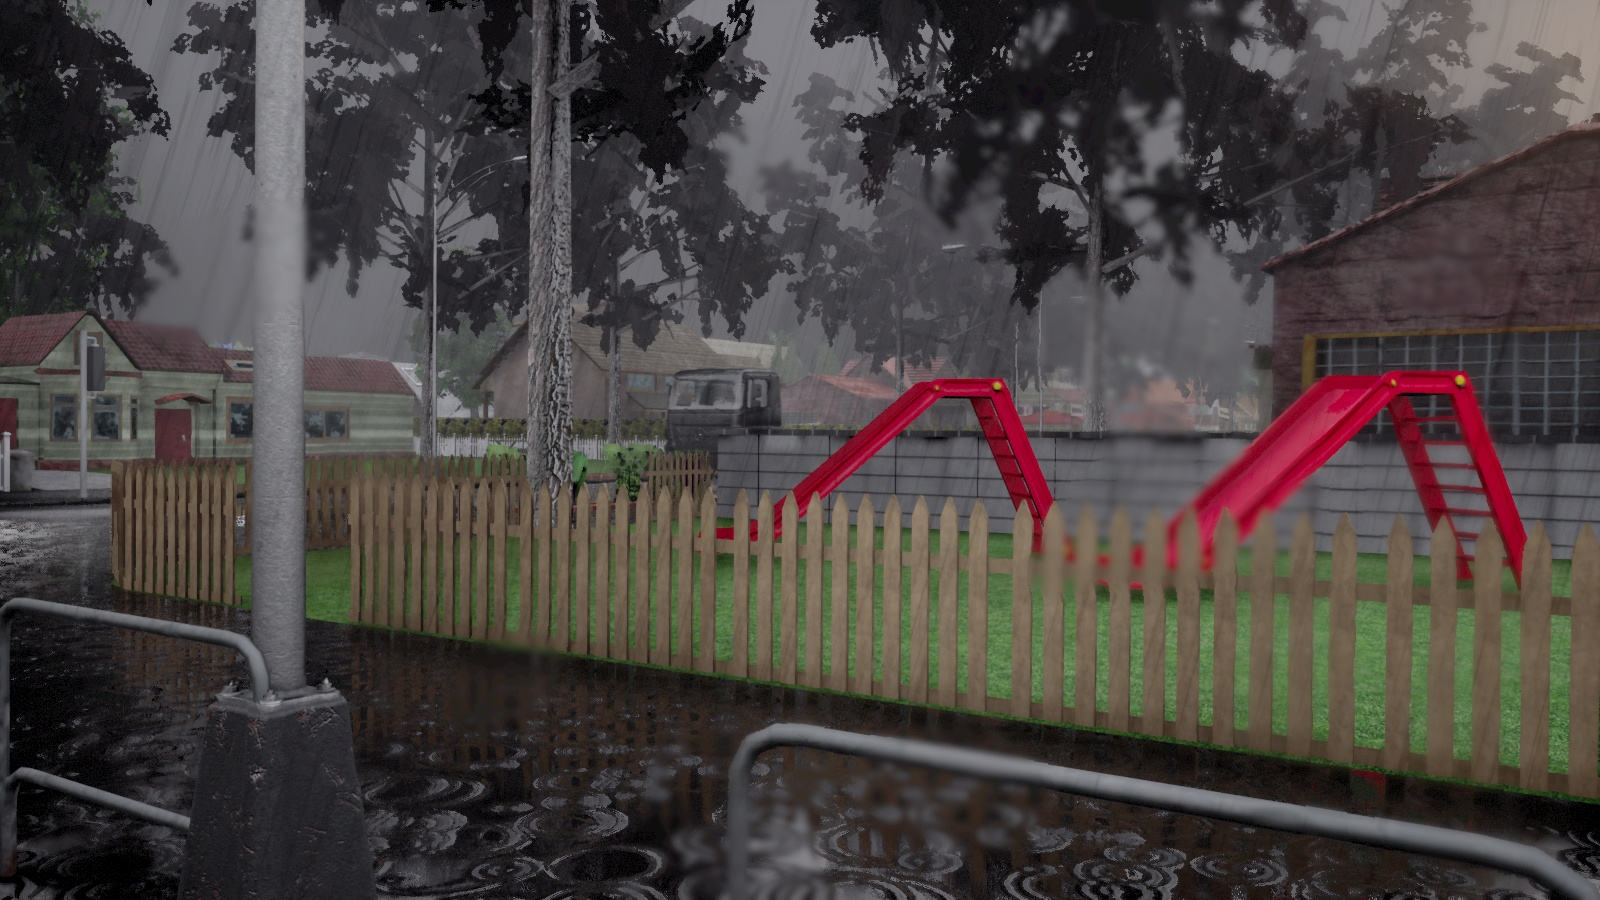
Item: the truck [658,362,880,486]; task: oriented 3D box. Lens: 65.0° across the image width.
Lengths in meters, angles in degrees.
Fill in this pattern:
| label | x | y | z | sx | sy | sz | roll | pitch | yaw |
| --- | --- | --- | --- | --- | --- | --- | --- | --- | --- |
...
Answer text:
| label | x | y | z | sx | sy | sz | roll | pitch | yaw |
| --- | --- | --- | --- | --- | --- | --- | --- | --- | --- |
| truck | -0.743 | -0.779 | 39.212 | 2.891 | 3.462 | 7.936 | 0 | 1 | 34 |
